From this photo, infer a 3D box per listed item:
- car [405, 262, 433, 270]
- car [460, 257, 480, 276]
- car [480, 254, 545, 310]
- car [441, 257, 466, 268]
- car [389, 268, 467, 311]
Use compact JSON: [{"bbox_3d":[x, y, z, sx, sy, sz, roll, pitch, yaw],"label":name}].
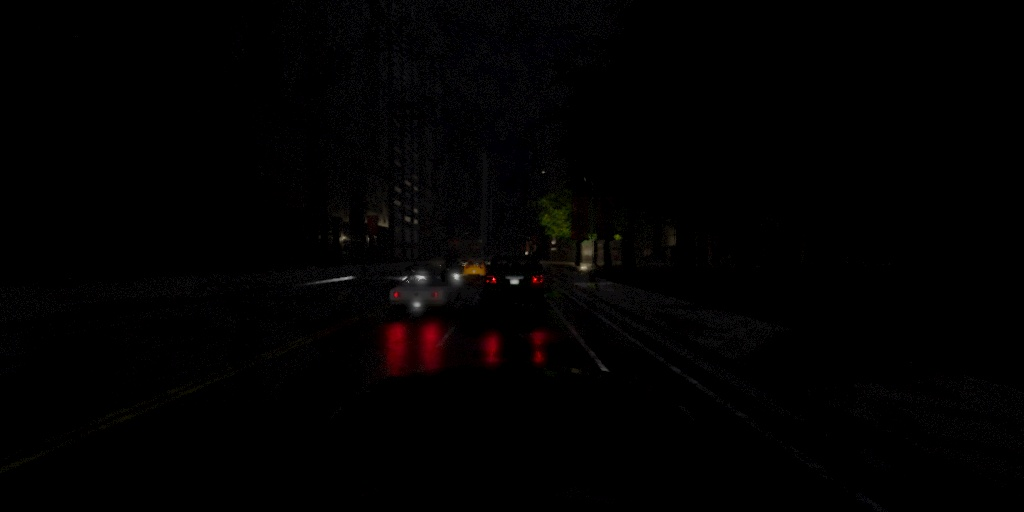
[{"bbox_3d":[-9.849,1.243,38.192,1.895,1.301,4.718,0,0,0],"label":"car"},{"bbox_3d":[-3.159,1.140,32.314,1.882,1.535,5.008,0,0,0],"label":"car"},{"bbox_3d":[0.091,0.944,14.616,2.150,2.045,5.566,0,0,0],"label":"car"},{"bbox_3d":[-6.597,1.143,39.389,1.837,1.490,4.892,0,0,0],"label":"car"},{"bbox_3d":[-3.158,1.324,14.158,1.895,1.301,4.718,0,0,0],"label":"car"}]
